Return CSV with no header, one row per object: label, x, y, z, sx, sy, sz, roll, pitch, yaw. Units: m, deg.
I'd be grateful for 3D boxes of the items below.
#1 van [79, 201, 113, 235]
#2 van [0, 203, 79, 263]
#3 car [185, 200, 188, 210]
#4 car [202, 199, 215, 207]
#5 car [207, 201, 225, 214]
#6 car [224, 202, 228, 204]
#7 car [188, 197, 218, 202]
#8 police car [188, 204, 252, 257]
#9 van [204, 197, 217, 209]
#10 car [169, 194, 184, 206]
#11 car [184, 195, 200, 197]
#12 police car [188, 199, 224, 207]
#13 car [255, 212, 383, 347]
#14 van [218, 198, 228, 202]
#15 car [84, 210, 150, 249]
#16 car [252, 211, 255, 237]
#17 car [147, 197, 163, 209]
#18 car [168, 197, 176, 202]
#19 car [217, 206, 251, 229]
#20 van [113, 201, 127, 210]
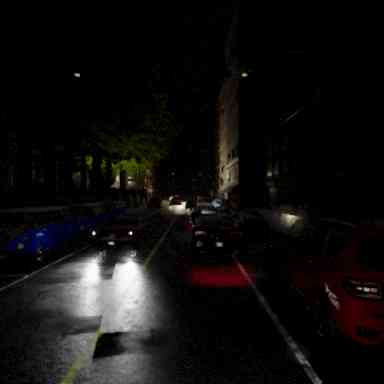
van,-5.679,1.458,17.626,1.690,1.788,3.998,0,0,0
van,-5.676,1.422,11.968,1.690,1.788,3.998,0,0,0
car,-0.020,1.859,49.118,1.994,1.385,4.181,0,0,0
car,2.830,1.902,57.276,1.947,1.339,4.313,0,0,0
car,2.837,1.793,40.295,1.887,1.381,4.507,0,0,0
car,2.842,1.766,28.974,1.802,1.307,4.206,0,0,0
car,0.886,1.536,29.256,2.097,1.767,4.553,0,0,0
police car,0.894,1.515,13.396,1.930,1.638,5.238,0,0,0
van,2.832,1.649,51.617,1.690,1.788,3.998,0,0,0
car,-3.028,1.714,62.096,2.097,1.767,4.553,0,0,0
car,-0.029,1.860,63.838,2.128,1.511,4.902,0,0,0
police car,0.889,1.576,23.396,1.930,1.638,5.238,0,0,0
car,2.851,1.358,6.334,2.192,1.841,5.009,0,0,0
van,2.839,1.557,34.636,1.690,1.788,3.998,0,0,0
car,-3.107,1.701,15.101,1.895,1.301,4.718,0,0,0
car,2.847,1.661,17.654,1.887,1.381,4.507,0,0,0
car,-5.693,1.623,51.573,2.192,1.841,5.009,0,0,0
car,-5.713,2.041,95.090,1.752,1.417,4.829,0,0,0
car,2.845,1.732,23.313,1.802,1.307,4.206,0,0,0
van,-5.681,1.492,23.284,1.690,1.788,3.998,0,0,0
